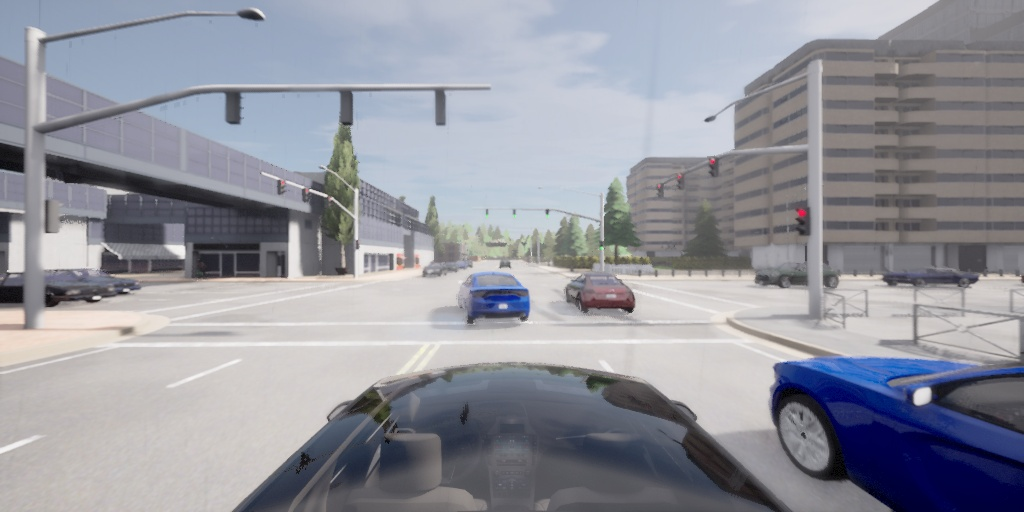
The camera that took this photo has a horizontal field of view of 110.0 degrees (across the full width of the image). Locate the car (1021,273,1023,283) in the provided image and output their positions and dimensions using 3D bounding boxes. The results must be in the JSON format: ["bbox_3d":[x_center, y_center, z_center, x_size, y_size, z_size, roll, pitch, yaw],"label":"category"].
[{"bbox_3d":[37.407,1.178,24.014,4.553,1.767,2.097,0,0,-1],"label":"car"}]

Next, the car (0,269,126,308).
[{"bbox_3d":[-20.004,1.354,14.958,5.357,1.411,2.033,0,0,-1],"label":"car"}]

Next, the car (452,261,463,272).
[{"bbox_3d":[-8.061,1.492,47.005,1.994,1.385,4.181,0,0,-1],"label":"car"}]

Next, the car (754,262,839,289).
[{"bbox_3d":[18.623,1.182,23.633,4.553,1.767,2.097,0,0,-1],"label":"car"}]

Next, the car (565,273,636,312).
[{"bbox_3d":[3.385,1.363,14.418,1.994,1.385,4.181,0,0,-1],"label":"car"}]

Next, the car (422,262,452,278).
[{"bbox_3d":[-7.918,1.381,37.046,2.128,1.511,4.902,0,0,0],"label":"car"}]

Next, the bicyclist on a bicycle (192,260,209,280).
[{"bbox_3d":[-25.906,1.170,29.859,0.582,1.620,1.656,0,0,-1],"label":"bicyclist on a bicycle"}]

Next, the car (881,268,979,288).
[{"bbox_3d":[27.610,1.429,23.822,4.718,1.301,1.895,0,0,-1],"label":"car"}]

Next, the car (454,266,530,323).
[{"bbox_3d":[-0.792,1.270,12.486,1.882,1.535,5.008,0,0,-13],"label":"car"}]

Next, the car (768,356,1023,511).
[{"bbox_3d":[3.578,1.227,1.664,1.882,1.535,5.008,0,0,0],"label":"car"}]

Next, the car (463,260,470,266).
[{"bbox_3d":[-8.204,1.493,57.197,1.812,1.442,4.674,0,0,-1],"label":"car"}]

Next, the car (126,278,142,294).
[{"bbox_3d":[-22.492,1.369,18.423,5.357,1.411,2.033,0,0,-1],"label":"car"}]
